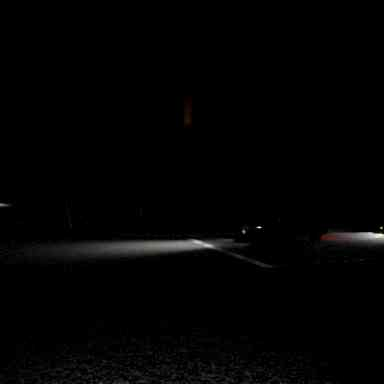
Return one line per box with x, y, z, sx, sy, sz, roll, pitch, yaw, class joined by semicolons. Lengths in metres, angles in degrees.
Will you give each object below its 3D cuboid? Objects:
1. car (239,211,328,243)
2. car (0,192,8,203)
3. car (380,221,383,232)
4.827;1.753;17.455;4.902;1.511;2.128;1;-1;-23;car
-26.629;0.739;45.789;2.033;1.411;5.357;1;2;-21;car
14.299;2.037;21.610;4.181;1.385;1.994;1;-1;-25;car
